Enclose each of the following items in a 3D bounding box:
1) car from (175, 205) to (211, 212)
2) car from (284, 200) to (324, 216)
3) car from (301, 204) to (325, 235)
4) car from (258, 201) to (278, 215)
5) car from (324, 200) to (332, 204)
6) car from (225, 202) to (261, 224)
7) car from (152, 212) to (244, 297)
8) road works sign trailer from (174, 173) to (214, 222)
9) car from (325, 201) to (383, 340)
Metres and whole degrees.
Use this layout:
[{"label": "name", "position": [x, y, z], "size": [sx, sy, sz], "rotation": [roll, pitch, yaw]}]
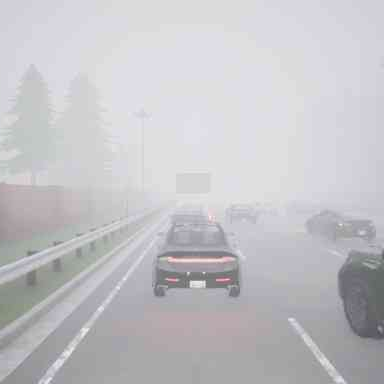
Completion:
[{"label": "car", "position": [-0.005, 1.474, 19.019], "size": [1.882, 1.535, 5.008], "rotation": [0, 0, 6]}, {"label": "car", "position": [10.622, 1.547, 32.530], "size": [2.033, 1.411, 5.357], "rotation": [0, 0, 0]}, {"label": "car", "position": [7.110, 1.526, 16.241], "size": [1.812, 1.442, 4.674], "rotation": [0, 0, 0]}, {"label": "car", "position": [7.121, 1.600, 33.363], "size": [1.895, 1.301, 4.718], "rotation": [0, 0, 0]}, {"label": "car", "position": [14.127, 1.564, 35.102], "size": [1.994, 1.385, 4.181], "rotation": [0, 0, -1]}, {"label": "car", "position": [3.616, 1.601, 25.144], "size": [1.895, 1.301, 4.718], "rotation": [0, 0, 0]}, {"label": "car", "position": [0.106, 1.492, 8.571], "size": [2.128, 1.511, 4.902], "rotation": [0, 0, 0]}, {"label": "road works sign trailer", "position": [0.077, 0.464, 22.937], "size": [2.380, 3.560, 2.880], "rotation": [0, 0, 0]}, {"label": "car", "position": [3.603, 1.220, 3.404], "size": [2.150, 2.045, 5.566], "rotation": [0, 0, 0]}]
